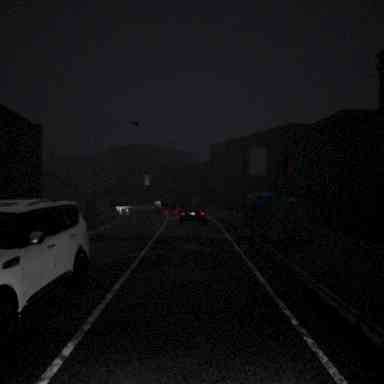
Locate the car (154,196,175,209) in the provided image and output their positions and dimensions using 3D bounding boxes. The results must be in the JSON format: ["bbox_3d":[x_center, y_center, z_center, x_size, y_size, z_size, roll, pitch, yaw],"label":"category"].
[{"bbox_3d":[-3.383,1.259,41.105,2.128,1.511,4.902,0,0,-20],"label":"car"}]

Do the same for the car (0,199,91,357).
[{"bbox_3d":[-3.602,1.185,6.162,2.150,2.045,5.566,0,0,0],"label":"car"}]

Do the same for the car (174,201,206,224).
[{"bbox_3d":[-0.044,1.413,23.399,2.033,1.411,5.357,0,0,-2],"label":"car"}]

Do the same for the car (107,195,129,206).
[{"bbox_3d":[-10.597,1.169,47.498,2.128,1.511,4.902,1,0,-33],"label":"car"}]
